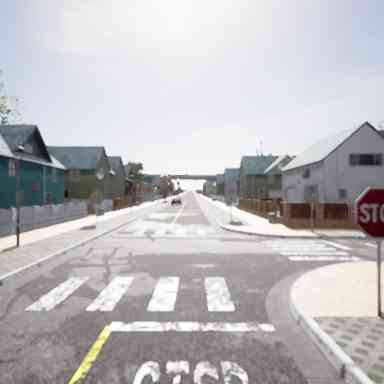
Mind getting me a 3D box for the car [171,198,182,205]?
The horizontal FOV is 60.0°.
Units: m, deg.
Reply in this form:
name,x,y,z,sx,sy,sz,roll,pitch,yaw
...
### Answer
name,x,y,z,sx,sy,sz,roll,pitch,yaw
car,-2.837,1.684,61.316,1.895,1.301,4.718,0,0,0
